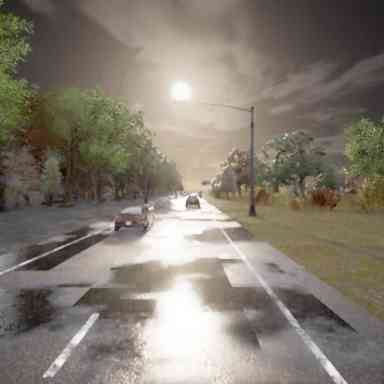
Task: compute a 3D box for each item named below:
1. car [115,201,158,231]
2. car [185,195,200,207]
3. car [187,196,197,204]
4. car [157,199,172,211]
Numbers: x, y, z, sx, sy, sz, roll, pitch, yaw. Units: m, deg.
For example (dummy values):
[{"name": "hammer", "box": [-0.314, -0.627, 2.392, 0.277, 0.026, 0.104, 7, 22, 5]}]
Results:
[{"name": "car", "box": [-3.399, 1.495, 20.110, 1.812, 1.442, 4.674, 0, 0, 0]}, {"name": "car", "box": [0.104, 1.281, 48.857, 2.097, 1.767, 4.553, 0, 0, 0]}, {"name": "car", "box": [0.008, 1.455, 65.179, 2.033, 1.411, 5.357, 0, 0, 0]}, {"name": "car", "box": [-3.397, 1.490, 39.358, 2.033, 1.411, 5.357, 0, 0, 0]}]
